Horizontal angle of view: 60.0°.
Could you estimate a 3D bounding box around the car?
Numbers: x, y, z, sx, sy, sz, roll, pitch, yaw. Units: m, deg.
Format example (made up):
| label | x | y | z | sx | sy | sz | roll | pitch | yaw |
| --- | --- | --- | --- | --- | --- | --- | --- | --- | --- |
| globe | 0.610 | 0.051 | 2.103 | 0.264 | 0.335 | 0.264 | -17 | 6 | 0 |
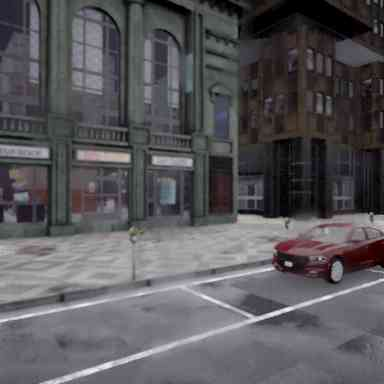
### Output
| label | x | y | z | sx | sy | sz | roll | pitch | yaw |
| --- | --- | --- | --- | --- | --- | --- | --- | --- | --- |
| car | 4.271 | 1.580 | 9.690 | 4.507 | 1.381 | 1.887 | 0 | 0 | -35 |
